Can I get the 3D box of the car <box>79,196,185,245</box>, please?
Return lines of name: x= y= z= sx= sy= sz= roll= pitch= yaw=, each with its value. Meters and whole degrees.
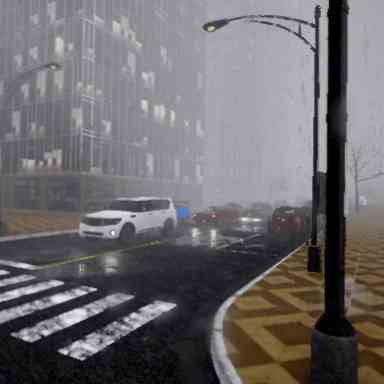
car: x=-2.817 y=1.239 z=16.134 sx=2.150 sy=2.045 sz=5.566 roll=1 pitch=0 yaw=28

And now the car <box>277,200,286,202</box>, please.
car: x=14.508 y=1.966 z=54.060 sx=1.947 sy=1.339 sz=4.313 roll=1 pitch=0 yaw=28

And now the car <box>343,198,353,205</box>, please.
car: x=37.879 y=2.282 z=80.757 sx=1.801 sy=1.575 sz=5.366 roll=1 pitch=0 yaw=28

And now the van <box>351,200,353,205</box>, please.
van: x=32.617 y=2.051 z=70.164 sx=1.690 sy=1.788 sz=3.998 roll=1 pitch=0 yaw=28

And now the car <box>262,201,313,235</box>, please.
car: x=5.920 y=1.589 z=19.931 sx=1.967 sy=1.590 sz=4.097 roll=1 pitch=0 yaw=28

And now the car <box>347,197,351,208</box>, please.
car: x=27.332 y=2.124 z=60.278 sx=1.752 sy=1.417 sz=4.829 roll=1 pitch=0 yaw=28

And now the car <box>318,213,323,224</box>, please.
car: x=8.548 y=1.770 z=24.975 sx=1.947 sy=1.339 sz=4.313 roll=1 pitch=0 yaw=28

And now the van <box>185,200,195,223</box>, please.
van: x=-1.675 y=1.404 z=24.012 sx=1.690 sy=1.788 sz=3.998 roll=1 pitch=0 yaw=28

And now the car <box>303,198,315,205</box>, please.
car: x=27.910 y=2.248 z=79.149 sx=1.947 sy=1.339 sz=4.313 roll=1 pitch=0 yaw=28

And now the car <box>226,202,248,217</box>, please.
car: x=3.780 y=1.721 z=33.994 sx=1.887 sy=1.381 sz=4.507 roll=1 pitch=0 yaw=28

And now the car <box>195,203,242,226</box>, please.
car: x=1.849 y=1.715 z=24.872 sx=1.895 sy=1.301 sz=4.718 roll=1 pitch=0 yaw=28

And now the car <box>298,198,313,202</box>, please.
car: x=15.917 y=1.907 z=44.416 sx=1.812 sy=1.442 sz=4.674 roll=1 pitch=0 yaw=28

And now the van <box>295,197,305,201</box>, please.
van: x=22.554 y=1.910 z=69.113 sx=1.690 sy=1.788 sz=3.998 roll=1 pitch=0 yaw=28

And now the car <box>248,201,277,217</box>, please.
car: x=6.748 y=1.764 z=34.027 sx=2.033 sy=1.411 sz=5.357 roll=1 pitch=0 yaw=28

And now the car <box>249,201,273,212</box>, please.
car: x=9.147 y=1.854 z=44.024 sx=1.947 sy=1.339 sz=4.313 roll=1 pitch=0 yaw=28
